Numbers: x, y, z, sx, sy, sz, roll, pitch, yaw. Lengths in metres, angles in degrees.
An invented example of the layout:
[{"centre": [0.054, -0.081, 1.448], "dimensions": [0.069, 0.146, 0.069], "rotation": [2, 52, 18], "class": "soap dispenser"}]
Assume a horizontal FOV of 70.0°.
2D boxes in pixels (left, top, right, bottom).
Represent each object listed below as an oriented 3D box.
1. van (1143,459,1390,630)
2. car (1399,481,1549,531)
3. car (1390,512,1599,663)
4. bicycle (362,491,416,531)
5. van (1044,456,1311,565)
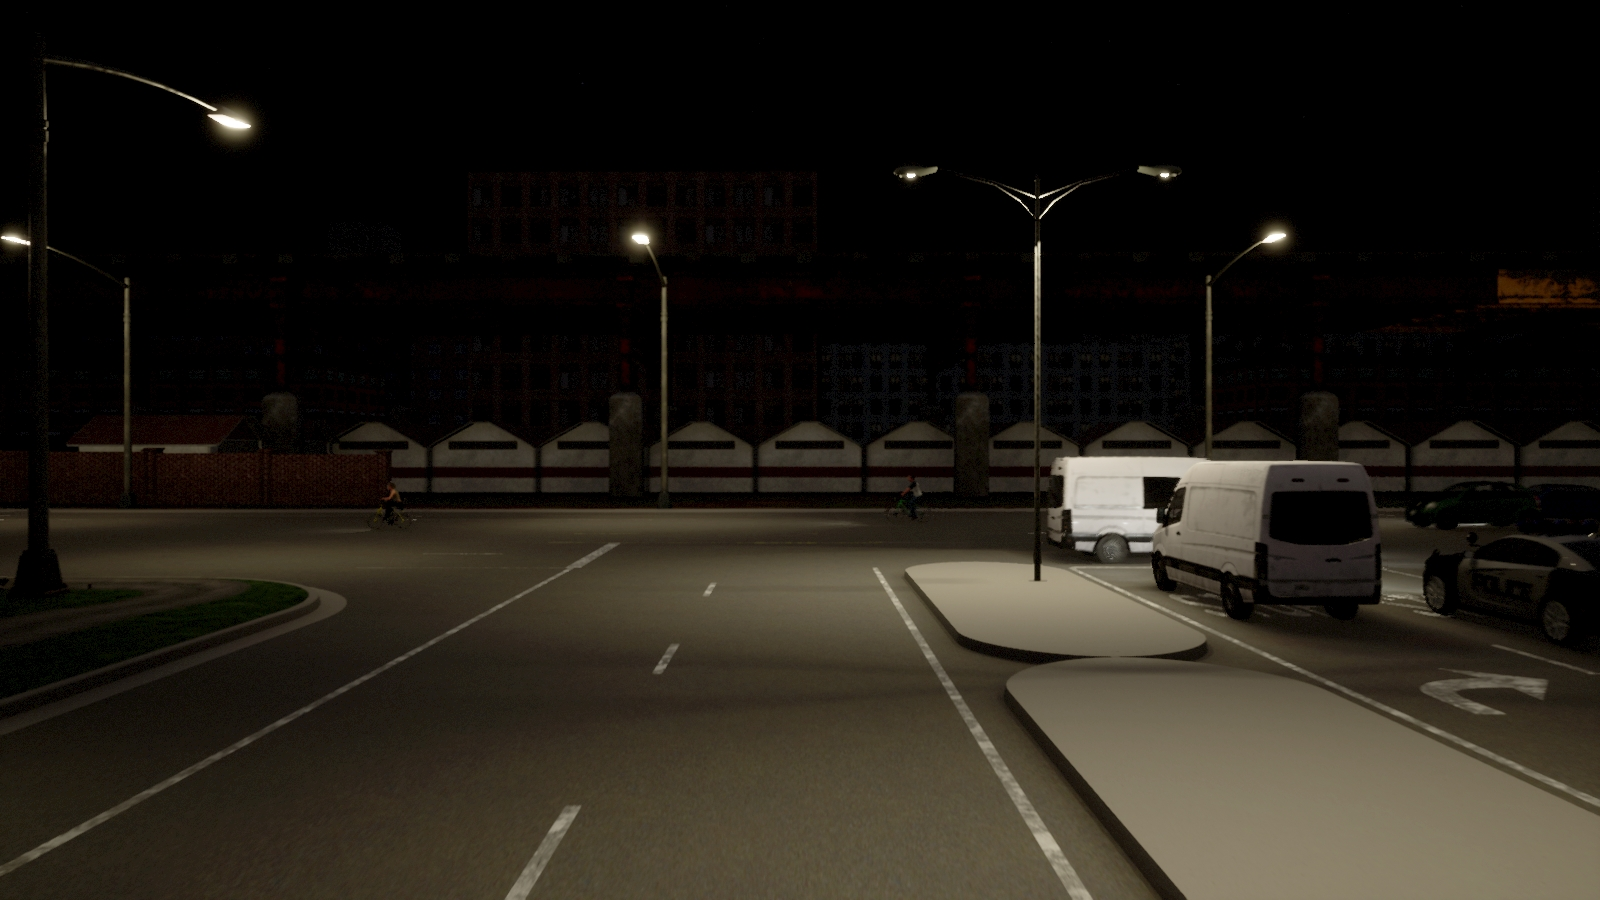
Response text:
[{"centre": [7.992, 1.467, 20.366], "dimensions": [1.988, 2.561, 5.915], "rotation": [0, 0, 0], "class": "van"}, {"centre": [22.673, 1.871, 38.534], "dimensions": [3.988, 1.617, 1.851], "rotation": [0, 0, 0], "class": "car"}, {"centre": [11.380, 1.920, 17.377], "dimensions": [2.097, 1.638, 5.238], "rotation": [0, 0, 0], "class": "car"}, {"centre": [-13.900, 2.052, 38.667], "dimensions": [1.487, 1.301, 0.859], "rotation": [0, 0, 0], "class": "bicycle"}, {"centre": [9.157, 1.446, 28.089], "dimensions": [5.915, 2.561, 1.988], "rotation": [0, 0, 0], "class": "van"}]
